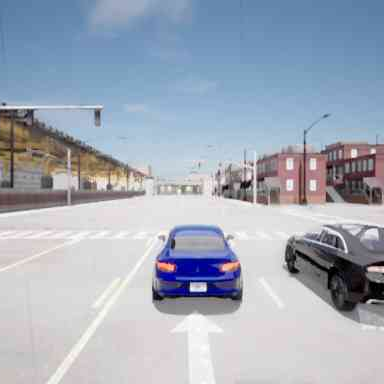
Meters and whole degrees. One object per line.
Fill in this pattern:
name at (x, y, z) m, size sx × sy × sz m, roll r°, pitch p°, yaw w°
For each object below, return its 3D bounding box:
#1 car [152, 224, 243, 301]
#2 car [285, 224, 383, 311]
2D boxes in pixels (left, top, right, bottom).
car at (0.107, 1.508, 8.179) m, size 1.812 × 1.442 × 4.674 m, roll 0°, pitch 0°, yaw 0°
car at (3.610, 1.475, 7.686) m, size 2.128 × 1.511 × 4.902 m, roll 0°, pitch 0°, yaw -1°
